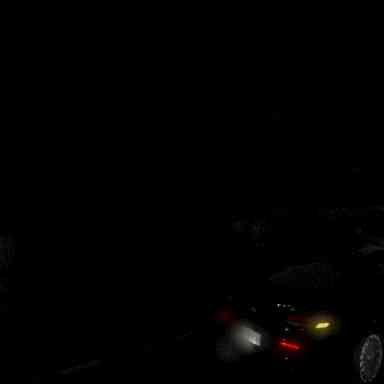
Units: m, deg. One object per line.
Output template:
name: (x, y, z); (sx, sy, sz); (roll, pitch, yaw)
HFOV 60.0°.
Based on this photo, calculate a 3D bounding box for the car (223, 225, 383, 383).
car: (2.570, 1.525, 5.269); (4.674, 1.442, 1.812); (0, 0, -35)

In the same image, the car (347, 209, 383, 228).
car: (9.998, 1.567, 17.645); (4.313, 1.339, 1.947); (0, 0, -36)
